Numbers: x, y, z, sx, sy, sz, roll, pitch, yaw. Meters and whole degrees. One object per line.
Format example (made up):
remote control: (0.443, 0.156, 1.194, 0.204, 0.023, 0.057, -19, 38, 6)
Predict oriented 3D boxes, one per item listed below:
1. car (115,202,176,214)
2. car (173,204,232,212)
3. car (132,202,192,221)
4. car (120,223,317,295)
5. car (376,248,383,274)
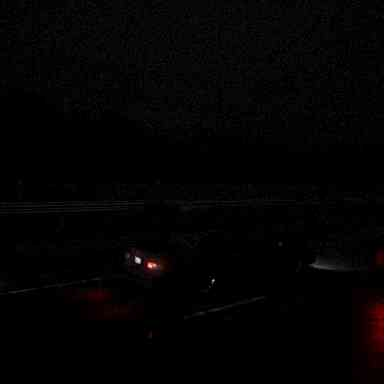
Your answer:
car: (-3.013, 1.498, 23.281, 4.892, 1.490, 1.837, 0, 0, -35)
car: (1.432, 1.594, 22.124, 4.718, 1.301, 1.895, 0, 0, -35)
car: (-2.451, 1.593, 27.950, 4.718, 1.301, 1.895, 0, 0, -35)
car: (0.900, 1.545, 8.687, 5.357, 1.411, 2.033, 0, 0, -34)
car: (6.800, 1.597, 8.547, 4.718, 1.301, 1.895, 0, 0, -35)
